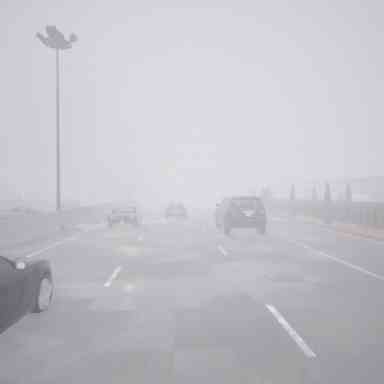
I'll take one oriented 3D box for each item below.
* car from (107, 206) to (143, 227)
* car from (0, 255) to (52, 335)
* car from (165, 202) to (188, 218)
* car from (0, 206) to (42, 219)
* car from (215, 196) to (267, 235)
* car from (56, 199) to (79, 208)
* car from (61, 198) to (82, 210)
[{"bbox_3d":[-4.573,1.639,23.342,1.895,1.301,4.718,0,0,-3],"label":"car"},{"bbox_3d":[-3.640,1.496,4.619,1.882,1.535,5.008,0,0,-2],"label":"car"},{"bbox_3d":[-1.441,1.593,30.032,1.994,1.385,4.181,0,0,-3],"label":"car"},{"bbox_3d":[-11.742,1.635,22.651,1.994,1.385,4.181,0,0,-3],"label":"car"},{"bbox_3d":[2.669,1.222,19.124,2.150,2.045,5.566,0,0,-3],"label":"car"},{"bbox_3d":[-20.520,1.924,55.204,2.128,1.511,4.902,0,-3,-3],"label":"car"},{"bbox_3d":[-16.489,1.602,45.214,1.882,1.535,5.008,0,-1,-3],"label":"car"}]
